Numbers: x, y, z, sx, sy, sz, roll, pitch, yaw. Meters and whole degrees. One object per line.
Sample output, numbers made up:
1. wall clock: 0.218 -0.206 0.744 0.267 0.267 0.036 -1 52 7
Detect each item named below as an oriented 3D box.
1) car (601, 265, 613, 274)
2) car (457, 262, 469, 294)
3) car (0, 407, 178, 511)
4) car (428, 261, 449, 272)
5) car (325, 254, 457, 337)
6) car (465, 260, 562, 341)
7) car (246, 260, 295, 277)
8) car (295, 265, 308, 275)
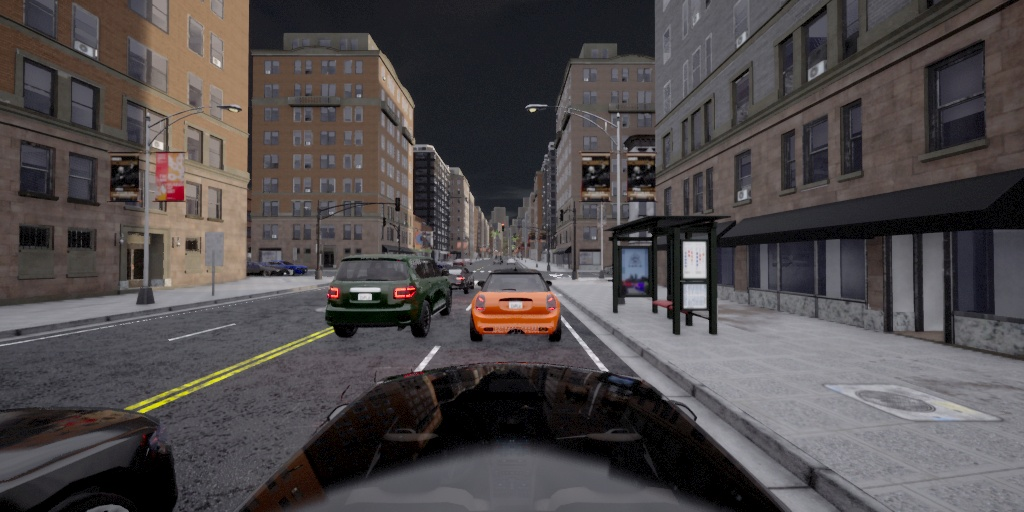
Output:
1. car: 12.627 1.442 42.166 4.181 1.385 1.994 0 -1 0
2. car: -3.199 1.282 20.108 1.812 1.442 4.674 0 0 0
3. car: -3.144 1.241 0.363 2.128 1.511 4.902 0 0 0
4. car: -9.959 1.374 49.002 1.895 1.301 4.718 0 0 0
5. car: -3.171 0.974 10.401 2.150 2.045 5.566 0 0 0
6. car: 0.080 1.104 10.015 2.097 1.767 4.553 0 0 0
7. car: -22.918 1.175 32.008 5.357 1.411 2.033 0 -1 0
8. car: -22.788 1.149 35.258 5.008 1.535 1.882 0 -1 0
